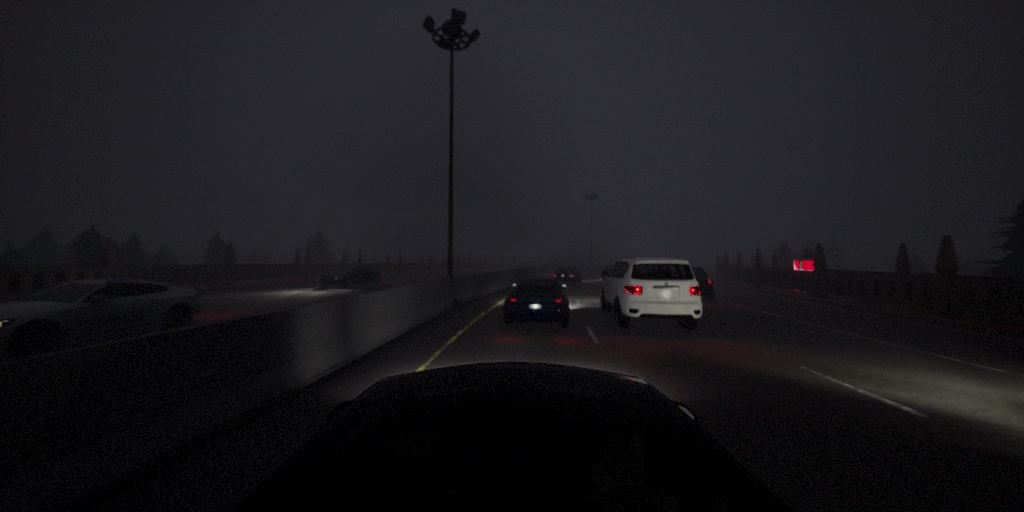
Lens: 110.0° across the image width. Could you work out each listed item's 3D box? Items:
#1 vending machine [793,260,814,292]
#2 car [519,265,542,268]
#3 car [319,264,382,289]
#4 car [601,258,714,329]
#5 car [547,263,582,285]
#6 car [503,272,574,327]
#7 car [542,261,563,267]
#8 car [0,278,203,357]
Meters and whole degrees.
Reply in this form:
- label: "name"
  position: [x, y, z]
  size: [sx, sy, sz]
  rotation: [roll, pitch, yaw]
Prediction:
- label: "vending machine"
  position: [17.553, 1.211, 21.458]
  size: [1.100, 2.100, 0.880]
  rotation: [0, 0, 15]
- label: "car"
  position: [1.474, 1.699, 41.361]
  size: [1.895, 1.301, 4.718]
  rotation: [0, -1, 24]
- label: "car"
  position: [-11.193, 1.368, 25.203]
  size: [1.882, 1.535, 5.008]
  rotation: [0, -1, 13]
- label: "car"
  position: [4.342, 1.084, 12.003]
  size: [2.150, 2.045, 5.566]
  rotation: [0, -1, 7]
- label: "car"
  position: [4.613, 1.561, 29.539]
  size: [2.033, 1.411, 5.357]
  rotation: [0, -1, 18]
- label: "car"
  position: [0.898, 1.408, 12.103]
  size: [1.994, 1.385, 4.181]
  rotation: [0, 0, 7]
- label: "car"
  position: [5.742, 1.761, 56.869]
  size: [1.837, 1.490, 4.892]
  rotation: [0, -1, 32]
- label: "car"
  position: [-10.165, 1.280, 8.714]
  size: [1.812, 1.442, 4.674]
  rotation: [0, -1, 4]
